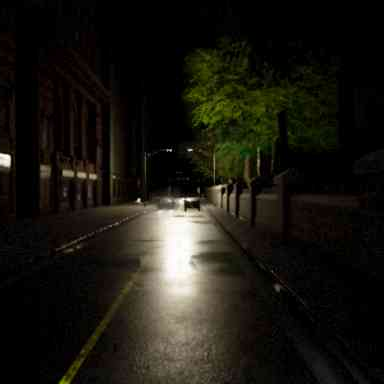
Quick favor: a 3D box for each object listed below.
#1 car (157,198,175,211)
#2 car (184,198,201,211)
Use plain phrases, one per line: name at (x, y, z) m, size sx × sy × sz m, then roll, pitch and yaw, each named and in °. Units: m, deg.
car at (-3.080, 1.464, 40.570) m, size 2.033 × 1.411 × 5.357 m, roll 0°, pitch 0°, yaw 0°
car at (0.022, 1.402, 39.445) m, size 2.128 × 1.511 × 4.902 m, roll 0°, pitch 0°, yaw 0°
